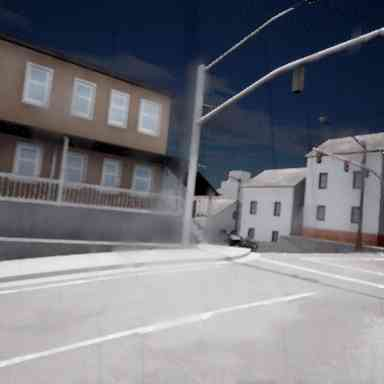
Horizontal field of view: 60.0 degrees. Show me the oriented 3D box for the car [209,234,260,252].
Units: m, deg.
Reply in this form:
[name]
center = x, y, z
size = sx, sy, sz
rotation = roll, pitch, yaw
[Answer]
[car]
center = 3.269, 4.189, 27.068
size = 1.882, 1.535, 5.008
rotation = 8, -13, -34
